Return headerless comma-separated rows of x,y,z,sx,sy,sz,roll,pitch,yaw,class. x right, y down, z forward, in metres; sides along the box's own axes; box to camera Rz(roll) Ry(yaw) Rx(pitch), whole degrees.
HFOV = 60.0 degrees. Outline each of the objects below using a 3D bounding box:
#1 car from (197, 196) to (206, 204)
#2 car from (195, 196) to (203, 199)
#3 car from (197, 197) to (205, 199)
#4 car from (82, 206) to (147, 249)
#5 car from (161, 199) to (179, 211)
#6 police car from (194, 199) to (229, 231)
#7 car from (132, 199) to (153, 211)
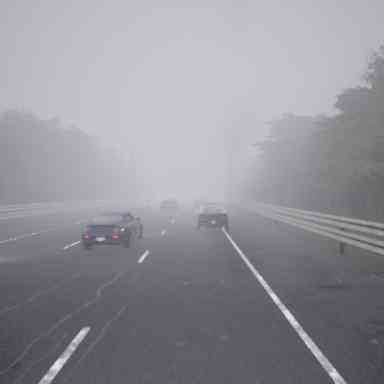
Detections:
2.066,1.664,70.649,1.812,1.442,4.674,0,0,4,car
1.269,1.629,55.491,1.837,1.490,4.892,0,0,3,car
1.610,1.610,36.729,1.812,1.442,4.674,0,0,2,car
-3.318,1.556,14.484,1.812,1.442,4.674,0,0,1,car
-2.712,1.580,41.209,2.128,1.511,4.902,0,0,2,car
1.231,1.473,20.966,1.930,1.638,5.238,0,0,1,police car
-6.206,1.610,41.434,1.812,1.442,4.674,0,0,2,car
